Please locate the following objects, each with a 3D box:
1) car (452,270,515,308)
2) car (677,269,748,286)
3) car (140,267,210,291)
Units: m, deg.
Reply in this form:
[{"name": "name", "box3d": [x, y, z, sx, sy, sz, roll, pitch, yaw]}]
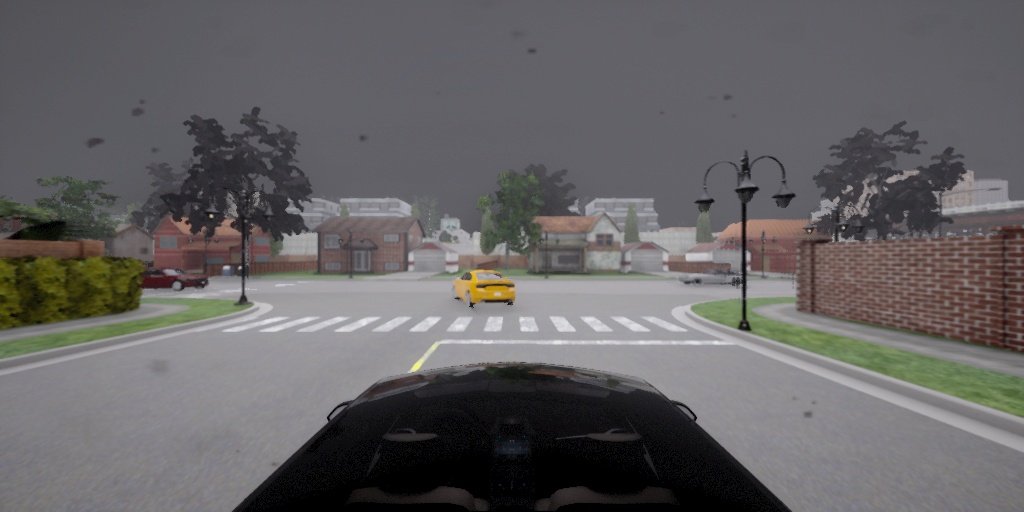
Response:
[{"name": "car", "box3d": [-1.437, 1.387, 16.499, 1.882, 1.535, 5.008, 1, -1, -20]}, {"name": "car", "box3d": [15.501, 1.638, 27.901, 4.718, 1.301, 1.895, 0, 0, 0]}, {"name": "car", "box3d": [-23.206, 1.509, 24.042, 5.008, 1.535, 1.882, 0, 0, 0]}]
